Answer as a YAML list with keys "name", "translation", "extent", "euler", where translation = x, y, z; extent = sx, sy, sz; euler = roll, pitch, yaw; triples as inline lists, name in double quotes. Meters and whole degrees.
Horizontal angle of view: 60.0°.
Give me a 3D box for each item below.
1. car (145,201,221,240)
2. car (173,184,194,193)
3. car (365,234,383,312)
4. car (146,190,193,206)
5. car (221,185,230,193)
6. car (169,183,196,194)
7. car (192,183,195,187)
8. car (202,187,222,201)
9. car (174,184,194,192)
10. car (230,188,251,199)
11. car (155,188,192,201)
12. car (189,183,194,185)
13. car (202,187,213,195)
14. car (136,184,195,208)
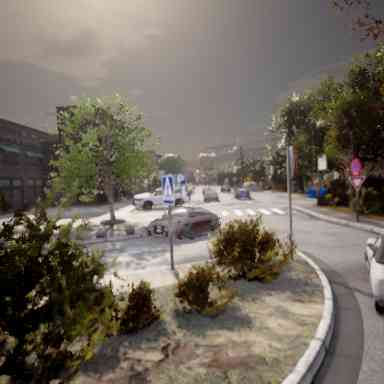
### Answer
- name: "car"
  translation: [-0.320, 1.460, 16.704]
  extent: [1.994, 1.385, 4.181]
  euler: [-1, 3, 37]
- name: "car"
  translation: [-2.143, -0.866, 82.707]
  extent: [4.553, 1.767, 2.185]
  euler: [-4, 2, -19]
- name: "car"
  translation: [4.788, 1.513, 7.036]
  extent: [1.895, 1.301, 4.718]
  euler: [-2, 0, 26]
- name: "car"
  translation: [-2.763, 0.662, 40.768]
  extent: [5.366, 1.575, 1.946]
  euler: [-4, 2, -19]
- name: "car"
  translation: [7.009, -0.706, 69.521]
  extent: [2.128, 1.511, 4.902]
  euler: [-2, 2, 1]
- name: "car"
  translation: [-2.228, -0.801, 76.732]
  extent: [5.566, 2.045, 2.435]
  euler: [-4, 2, -19]
- name: "car"
  translation: [-2.514, -0.176, 61.716]
  extent: [4.553, 1.767, 2.185]
  euler: [-4, 2, -19]
- name: "car"
  translation: [2.353, 0.468, 41.393]
  extent: [1.812, 1.442, 4.674]
  euler: [-2, 2, 1]
- name: "car"
  translation: [-2.083, -0.961, 85.706]
  extent: [4.553, 1.767, 2.185]
  euler: [-4, 2, -19]
- name: "car"
  translation: [6.648, 0.173, 44.693]
  extent: [1.812, 1.442, 4.674]
  euler: [-2, 2, 1]
- name: "car"
  translation: [-2.770, 0.365, 49.709]
  extent: [5.008, 1.535, 2.097]
  euler: [-4, 2, -19]
- name: "car"
  translation: [-2.575, -0.073, 58.717]
  extent: [4.553, 1.767, 2.185]
  euler: [-4, 2, -19]
- name: "car"
  translation: [2.822, -0.192, 61.992]
  extent: [1.994, 1.385, 4.181]
  euler: [-2, 2, 1]
- name: "car"
  translation: [-3.071, 0.636, 34.675]
  extent: [5.566, 2.045, 2.435]
  euler: [-4, 2, -19]
